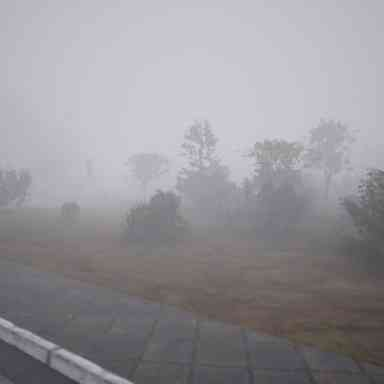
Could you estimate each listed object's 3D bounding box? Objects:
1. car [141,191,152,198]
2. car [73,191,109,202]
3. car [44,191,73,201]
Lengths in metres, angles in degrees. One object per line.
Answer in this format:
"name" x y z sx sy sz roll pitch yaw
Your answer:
"car" -7.576 0.502 64.181 1.895 1.301 4.718 1 2 37
"car" -14.694 0.621 49.736 1.837 1.490 4.892 1 2 39
"car" -19.185 0.611 49.730 2.033 1.411 5.357 1 1 39
